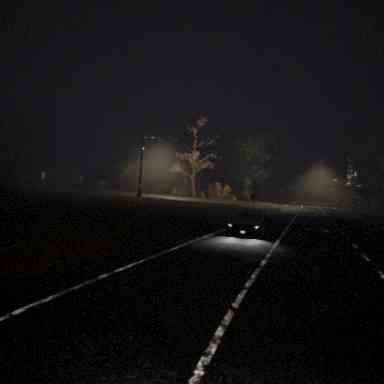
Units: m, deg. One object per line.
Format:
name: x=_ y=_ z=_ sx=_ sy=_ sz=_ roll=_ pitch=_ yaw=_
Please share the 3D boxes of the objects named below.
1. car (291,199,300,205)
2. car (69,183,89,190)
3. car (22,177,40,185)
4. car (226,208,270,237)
car: x=26.931 y=2.630 z=86.701 sx=1.812 sy=1.442 sz=4.674 roll=3 pitch=0 yaw=19
car: x=-23.901 y=-1.311 z=70.486 sx=4.181 sy=1.385 sz=1.994 roll=5 pitch=1 yaw=19
car: x=-36.060 y=-2.568 z=74.738 sx=4.553 sy=1.767 sz=2.097 roll=5 pitch=1 yaw=19
car: x=3.447 y=1.670 z=19.306 sx=2.033 sy=1.411 sz=5.357 roll=3 pitch=0 yaw=19
